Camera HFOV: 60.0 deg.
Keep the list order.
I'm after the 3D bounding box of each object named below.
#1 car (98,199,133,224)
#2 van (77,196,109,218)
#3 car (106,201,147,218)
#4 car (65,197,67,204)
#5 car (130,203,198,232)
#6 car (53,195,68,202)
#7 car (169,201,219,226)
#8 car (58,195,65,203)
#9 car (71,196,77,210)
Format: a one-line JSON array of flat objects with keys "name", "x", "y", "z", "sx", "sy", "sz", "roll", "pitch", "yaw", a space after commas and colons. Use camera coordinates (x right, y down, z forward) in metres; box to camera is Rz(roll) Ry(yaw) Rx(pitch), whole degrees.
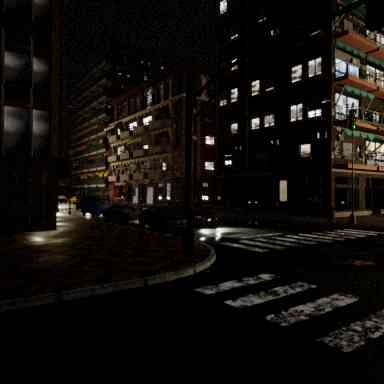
[{"name": "car", "x": -4.963, "y": 1.459, "z": 24.242, "sx": 1.752, "sy": 1.417, "sz": 4.829, "roll": 0, "pitch": 0, "yaw": -36}, {"name": "van", "x": -8.367, "y": 1.265, "z": 28.981, "sx": 1.690, "sy": 1.788, "sz": 3.998, "roll": 0, "pitch": 0, "yaw": -36}, {"name": "car", "x": -5.999, "y": 1.538, "z": 30.120, "sx": 1.895, "sy": 1.301, "sz": 4.718, "roll": 0, "pitch": 0, "yaw": -36}, {"name": "car", "x": -21.491, "y": 1.447, "z": 61.605, "sx": 1.752, "sy": 1.417, "sz": 4.829, "roll": 0, "pitch": 0, "yaw": -36}, {"name": "car", "x": -1.759, "y": 1.526, "z": 19.781, "sx": 1.802, "sy": 1.307, "sz": 4.206, "roll": 0, "pitch": 0, "yaw": -36}, {"name": "car", "x": -28.001, "y": 1.360, "z": 70.665, "sx": 1.967, "sy": 1.590, "sz": 4.097, "roll": 0, "pitch": 0, "yaw": -36}, {"name": "car", "x": -0.100, "y": 1.518, "z": 21.903, "sx": 1.994, "sy": 1.385, "sz": 4.181, "roll": 0, "pitch": 0, "yaw": -36}, {"name": "car", "x": -24.448, "y": 1.456, "z": 61.261, "sx": 2.033, "sy": 1.411, "sz": 5.357, "roll": 0, "pitch": 0, "yaw": -35}, {"name": "car", "x": -12.068, "y": 1.428, "z": 38.587, "sx": 1.837, "sy": 1.490, "sz": 4.892, "roll": 0, "pitch": 0, "yaw": -35}]
